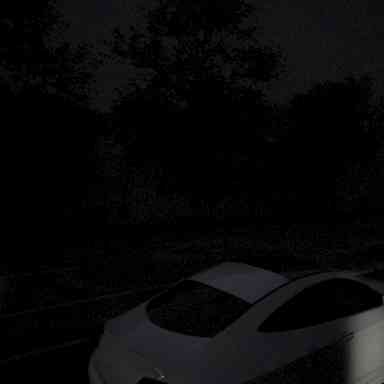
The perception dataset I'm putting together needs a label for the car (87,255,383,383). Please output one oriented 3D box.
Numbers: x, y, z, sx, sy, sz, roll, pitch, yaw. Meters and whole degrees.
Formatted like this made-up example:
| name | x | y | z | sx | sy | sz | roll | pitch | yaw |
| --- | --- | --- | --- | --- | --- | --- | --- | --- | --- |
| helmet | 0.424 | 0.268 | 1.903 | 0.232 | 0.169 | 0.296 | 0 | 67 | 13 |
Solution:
| name | x | y | z | sx | sy | sz | roll | pitch | yaw |
| --- | --- | --- | --- | --- | --- | --- | --- | --- | --- |
| car | 1.177 | 1.519 | 3.973 | 4.674 | 1.442 | 1.812 | 0 | 0 | -36 |
